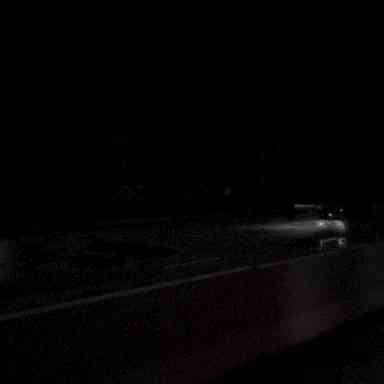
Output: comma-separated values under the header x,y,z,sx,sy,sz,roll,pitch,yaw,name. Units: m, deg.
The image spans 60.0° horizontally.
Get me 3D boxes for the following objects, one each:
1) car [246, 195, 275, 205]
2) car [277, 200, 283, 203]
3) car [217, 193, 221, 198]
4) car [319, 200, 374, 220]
x,y,z,sx,sy,sz,roll,pitch,yaw,name
8.531,1.133,44.961,1.895,1.301,4.718,-1,1,-35,car
10.936,1.080,47.625,1.895,1.301,4.718,-1,1,-35,car
5.427,0.868,70.310,1.994,1.385,4.181,-1,1,-6,car
11.429,1.276,24.577,4.718,1.301,1.895,-1,1,-38,car
